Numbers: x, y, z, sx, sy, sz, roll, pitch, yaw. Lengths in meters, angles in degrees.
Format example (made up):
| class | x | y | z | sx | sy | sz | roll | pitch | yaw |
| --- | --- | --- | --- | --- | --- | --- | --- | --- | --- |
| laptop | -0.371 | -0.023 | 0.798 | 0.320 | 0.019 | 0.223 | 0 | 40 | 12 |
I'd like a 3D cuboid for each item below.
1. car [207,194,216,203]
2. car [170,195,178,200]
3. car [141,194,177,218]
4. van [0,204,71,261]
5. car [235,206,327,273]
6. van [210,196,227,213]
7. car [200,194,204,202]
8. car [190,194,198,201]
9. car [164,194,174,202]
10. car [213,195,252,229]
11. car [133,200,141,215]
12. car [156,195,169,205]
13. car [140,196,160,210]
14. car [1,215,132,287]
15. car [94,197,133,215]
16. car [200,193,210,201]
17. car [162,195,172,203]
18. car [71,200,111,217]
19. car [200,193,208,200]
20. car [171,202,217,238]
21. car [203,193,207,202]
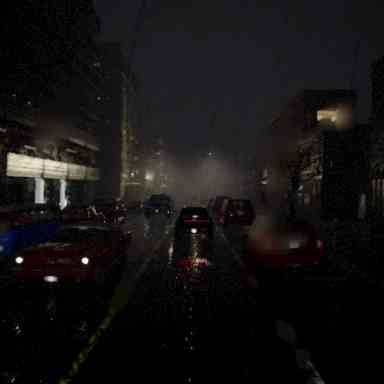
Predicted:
| class | x | y | z | sx | sy | sz | roll | pitch | yaw |
| --- | --- | --- | --- | --- | --- | --- | --- | --- | --- |
| car | 2.896 | 1.326 | 32.418 | 2.192 | 1.841 | 5.009 | -1 | 0 | 0 |
| car | -5.043 | 1.487 | 92.264 | 1.947 | 1.339 | 4.313 | -1 | 0 | 0 |
| car | -2.808 | 1.197 | 29.732 | 2.150 | 2.045 | 5.566 | 0 | 0 | 1 |
| van | -5.640 | 1.297 | 10.858 | 1.690 | 1.788 | 3.998 | -1 | 0 | 0 |
| car | 2.740 | 1.457 | 10.790 | 1.967 | 1.590 | 4.097 | -1 | 0 | 0 |
| van | 2.936 | 1.351 | 37.825 | 1.690 | 1.788 | 3.998 | -1 | 0 | 0 |
| car | 3.133 | 1.559 | 64.362 | 2.008 | 1.369 | 4.403 | -1 | 0 | 0 |
| car | 0.616 | 1.490 | 86.224 | 1.812 | 1.442 | 4.674 | 0 | 0 | 0 |
| car | -5.166 | 1.372 | 75.525 | 1.967 | 1.590 | 4.097 | -1 | 0 | 0 |
| car | 2.818 | 1.329 | 21.604 | 2.192 | 1.841 | 5.009 | -1 | 0 | 0 |
| car | -5.480 | 1.501 | 32.487 | 2.008 | 1.369 | 4.403 | -1 | 0 | 0 |
| car | -5.284 | 1.380 | 59.522 | 1.967 | 1.590 | 4.097 | -1 | 0 | 0 |
| car | -5.402 | 1.387 | 43.300 | 1.967 | 1.590 | 4.097 | -1 | 0 | 0 |
| car | -3.043 | 1.576 | 9.416 | 1.895 | 1.301 | 4.718 | 0 | 0 | 0 |
| car | -5.562 | 1.268 | 21.673 | 2.192 | 1.841 | 5.009 | -1 | 0 | 0 |
| car | 3.219 | 1.304 | 81.093 | 2.192 | 1.841 | 5.009 | -1 | 0 | 0 |
| car | -5.208 | 1.461 | 69.775 | 1.752 | 1.417 | 4.829 | -1 | 0 | 0 |
| car | -5.599 | 1.395 | 16.265 | 1.967 | 1.590 | 4.097 | -1 | 0 | 0 |
| car | 3.301 | 1.296 | 92.252 | 2.192 | 1.841 | 5.009 | -1 | 0 | 0 |
| car | 0.115 | 1.508 | 17.570 | 1.837 | 1.490 | 4.892 | 0 | 0 | 0 |
| car | 2.975 | 1.323 | 43.232 | 2.192 | 1.841 | 5.009 | -1 | 0 | 0 |
